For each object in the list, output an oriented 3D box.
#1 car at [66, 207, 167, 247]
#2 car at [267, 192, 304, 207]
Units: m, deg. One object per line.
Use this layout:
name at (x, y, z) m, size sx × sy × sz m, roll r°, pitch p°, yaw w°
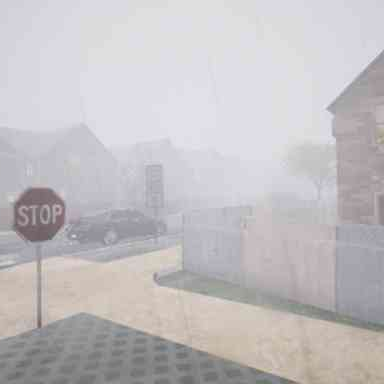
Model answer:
car at (-3.153, 1.450, 14.877) m, size 1.837 × 1.490 × 4.892 m, roll -2°, pitch -1°, yaw 36°
car at (8.974, 1.008, 31.464) m, size 2.150 × 2.045 × 5.566 m, roll -2°, pitch -1°, yaw 36°
